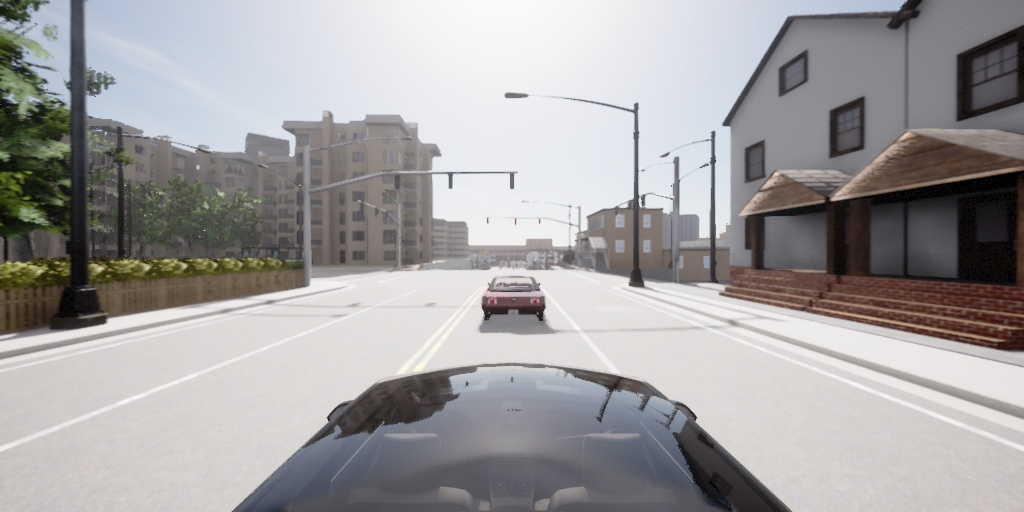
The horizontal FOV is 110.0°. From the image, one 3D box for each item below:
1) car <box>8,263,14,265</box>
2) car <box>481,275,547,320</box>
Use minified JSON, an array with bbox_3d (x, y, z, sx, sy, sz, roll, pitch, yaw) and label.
[{"bbox_3d":[-41.320,1.074,31.486,4.902,1.511,2.128,0,0,1],"label":"car"},{"bbox_3d":[0.065,1.290,12.325,1.895,1.301,4.718,0,0,0],"label":"car"}]
